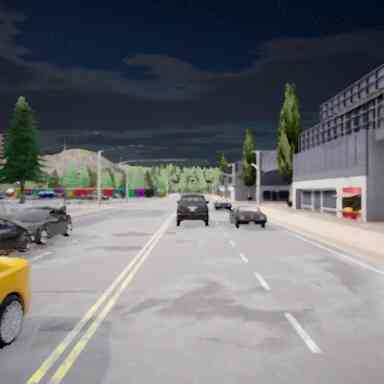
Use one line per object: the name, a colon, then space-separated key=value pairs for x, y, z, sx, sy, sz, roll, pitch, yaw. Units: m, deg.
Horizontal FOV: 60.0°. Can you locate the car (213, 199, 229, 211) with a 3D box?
car: x=3.576 y=1.529 z=39.818 sx=1.895 sy=1.301 sz=4.718 roll=0 pitch=0 yaw=0

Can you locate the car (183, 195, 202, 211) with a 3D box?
car: x=0.042 y=1.279 z=40.260 sx=2.097 sy=1.767 sz=4.553 roll=0 pitch=0 yaw=-1

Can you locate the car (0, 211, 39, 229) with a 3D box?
car: x=-6.999 y=1.544 z=10.780 sx=1.994 sy=1.385 sz=4.181 roll=0 pitch=0 yaw=0

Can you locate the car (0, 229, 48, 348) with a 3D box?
car: x=-3.563 y=1.471 z=3.413 sx=1.882 sy=1.535 sz=5.008 roll=0 pitch=0 yaw=0

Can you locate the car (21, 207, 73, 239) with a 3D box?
car: x=-7.044 y=1.477 z=15.282 sx=1.837 sy=1.490 sz=4.892 roll=0 pitch=0 yaw=0

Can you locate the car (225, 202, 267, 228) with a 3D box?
car: x=3.542 y=1.562 z=21.840 sx=1.895 sy=1.301 sz=4.718 roll=0 pitch=0 yaw=1

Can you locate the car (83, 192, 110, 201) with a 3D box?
car: x=-21.466 y=1.017 z=75.512 sx=4.605 sy=1.855 sz=1.932 roll=0 pitch=0 yaw=0

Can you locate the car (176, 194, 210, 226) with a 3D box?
car: x=0.058 y=1.181 z=23.359 sx=2.150 sy=2.045 sz=5.566 roll=0 pitch=0 yaw=0

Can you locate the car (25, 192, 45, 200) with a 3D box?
car: x=-38.875 y=1.249 z=81.124 sx=3.806 sy=1.475 sz=1.970 roll=0 pitch=0 yaw=0
